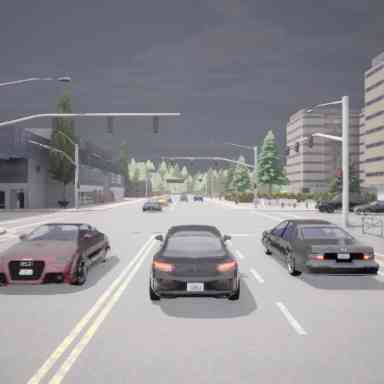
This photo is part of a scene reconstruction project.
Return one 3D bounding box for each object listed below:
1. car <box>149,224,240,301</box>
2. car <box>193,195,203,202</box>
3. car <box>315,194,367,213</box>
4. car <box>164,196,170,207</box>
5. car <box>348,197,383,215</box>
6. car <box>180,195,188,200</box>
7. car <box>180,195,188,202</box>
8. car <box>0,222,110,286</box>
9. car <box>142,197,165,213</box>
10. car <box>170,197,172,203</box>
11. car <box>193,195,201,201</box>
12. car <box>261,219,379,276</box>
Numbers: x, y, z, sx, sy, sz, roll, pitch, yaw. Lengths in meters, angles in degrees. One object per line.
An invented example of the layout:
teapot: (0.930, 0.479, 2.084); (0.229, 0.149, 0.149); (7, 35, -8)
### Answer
car: (0.037, 1.526, 8.224); (1.812, 1.442, 4.674); (0, 0, -1)
car: (1.579, 1.478, 78.713); (1.882, 1.535, 5.008); (0, 0, -1)
car: (16.291, 1.222, 36.005); (5.566, 2.045, 2.150); (0, 0, -2)
car: (-4.829, 1.478, 51.908); (1.882, 1.535, 5.008); (0, 0, -1)
car: (18.226, 1.526, 32.537); (4.674, 1.442, 1.812); (0, 0, -2)
car: (-2.181, 1.467, 88.779); (1.994, 1.385, 4.181); (0, 0, -1)
car: (-1.908, 1.533, 78.143); (2.033, 1.411, 5.357); (0, 0, -1)
car: (-3.645, 1.564, 9.271); (1.994, 1.385, 4.181); (0, 0, -1)
car: (-4.375, 1.565, 36.953); (1.994, 1.385, 4.181); (0, 0, -2)
car: (-5.180, 1.526, 69.203); (1.812, 1.442, 4.674); (0, 0, -1)
car: (1.318, 1.500, 88.851); (1.837, 1.490, 4.892); (0, 0, -1)
car: (3.534, 1.547, 10.280); (2.033, 1.411, 5.357); (0, 0, 0)
